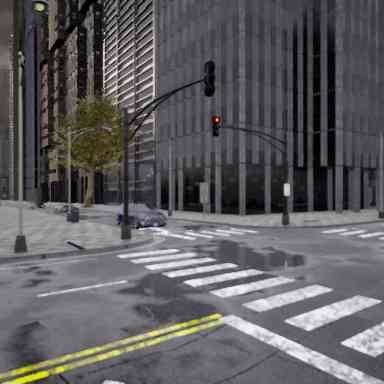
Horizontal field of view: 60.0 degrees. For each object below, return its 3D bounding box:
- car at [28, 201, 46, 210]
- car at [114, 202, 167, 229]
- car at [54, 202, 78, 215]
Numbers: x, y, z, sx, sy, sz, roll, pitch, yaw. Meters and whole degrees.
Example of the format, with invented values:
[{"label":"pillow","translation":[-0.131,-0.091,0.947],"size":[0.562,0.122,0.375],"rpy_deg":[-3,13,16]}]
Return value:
[{"label":"car","translation":[-24.405,2.080,52.303],"size":[1.994,1.385,4.181],"rpy_deg":[0,-1,-35]},{"label":"car","translation":[-3.596,1.512,22.867],"size":[2.097,1.767,4.553],"rpy_deg":[0,0,-35]},{"label":"car","translation":[-14.469,1.896,38.167],"size":[1.994,1.385,4.181],"rpy_deg":[0,0,-35]}]
